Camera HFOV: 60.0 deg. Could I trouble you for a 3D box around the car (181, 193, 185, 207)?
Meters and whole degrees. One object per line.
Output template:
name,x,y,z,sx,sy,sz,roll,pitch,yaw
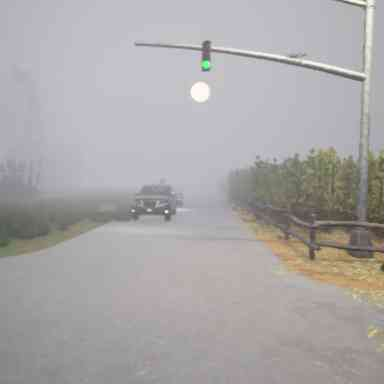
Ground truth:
car,-1.707,0.556,30.484,1.812,1.442,4.674,1,2,3

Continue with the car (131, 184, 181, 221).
car,-2.163,0.539,20.615,2.150,2.045,5.566,1,2,3
